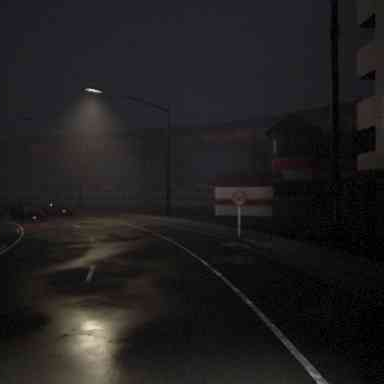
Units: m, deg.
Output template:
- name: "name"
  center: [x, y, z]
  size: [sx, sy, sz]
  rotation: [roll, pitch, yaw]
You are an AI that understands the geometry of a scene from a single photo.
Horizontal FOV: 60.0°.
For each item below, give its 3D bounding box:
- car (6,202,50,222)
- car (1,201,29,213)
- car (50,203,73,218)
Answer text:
- name: "car"
  center: [-14.085, 1.778, 28.444]
  size: [1.895, 1.301, 4.718]
  rotation: [0, 0, -40]
- name: "car"
  center: [-20.233, 1.733, 38.682]
  size: [4.902, 1.511, 2.128]
  rotation: [0, 0, 33]
- name: "car"
  center: [-13.409, 1.766, 32.750]
  size: [1.994, 1.385, 4.181]
  rotation: [0, 0, -43]
